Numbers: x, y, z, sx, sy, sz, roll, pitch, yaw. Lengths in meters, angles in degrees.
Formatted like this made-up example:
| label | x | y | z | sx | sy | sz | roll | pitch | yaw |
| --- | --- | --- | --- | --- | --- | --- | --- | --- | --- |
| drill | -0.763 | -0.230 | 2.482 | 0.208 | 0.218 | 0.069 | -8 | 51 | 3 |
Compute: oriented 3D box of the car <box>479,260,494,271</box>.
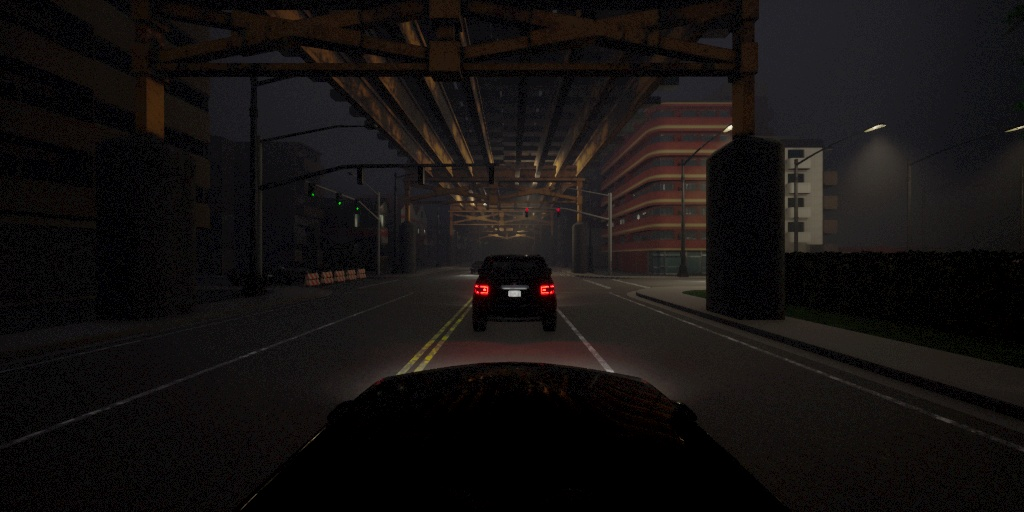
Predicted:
| label | x | y | z | sx | sy | sz | roll | pitch | yaw |
| --- | --- | --- | --- | --- | --- | --- | --- | --- | --- |
| car | -3.556 | 1.276 | 50.777 | 1.812 | 1.442 | 4.674 | 0 | 0 | 0 |

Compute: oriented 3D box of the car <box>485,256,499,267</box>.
| label | x | y | z | sx | sy | sz | roll | pitch | yaw |
| --- | --- | --- | --- | --- | --- | --- | --- | --- | --- |
| car | -3.515 | 0.945 | 64.357 | 2.150 | 2.045 | 5.566 | 0 | 0 | 1 |

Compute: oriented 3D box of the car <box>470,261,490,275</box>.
| label | x | y | z | sx | sy | sz | roll | pitch | yaw |
| --- | --- | --- | --- | --- | --- | --- | --- | --- | --- |
| car | -3.569 | 1.276 | 40.690 | 1.812 | 1.442 | 4.674 | 0 | 0 | 0 |

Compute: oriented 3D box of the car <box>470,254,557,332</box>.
| label | x | y | z | sx | sy | sz | roll | pitch | yaw |
| --- | --- | --- | --- | --- | --- | --- | --- | --- | --- |
| car | 0.076 | 0.971 | 11.054 | 2.150 | 2.045 | 5.566 | 0 | 0 | 0 |
